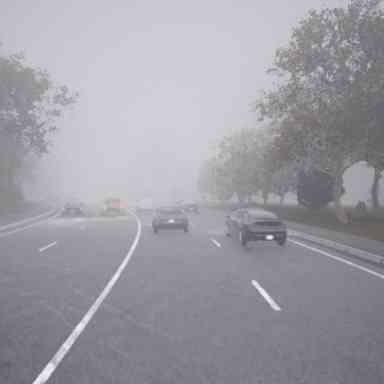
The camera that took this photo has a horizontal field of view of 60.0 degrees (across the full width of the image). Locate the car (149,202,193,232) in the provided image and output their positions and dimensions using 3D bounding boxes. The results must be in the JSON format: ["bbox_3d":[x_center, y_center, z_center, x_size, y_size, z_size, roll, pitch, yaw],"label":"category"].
[{"bbox_3d":[-1.387,1.526,19.793,1.994,1.385,4.181,0,0,-8],"label":"car"}]

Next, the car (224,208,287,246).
[{"bbox_3d":[2.729,1.471,15.097,1.837,1.490,4.892,0,0,-6],"label":"car"}]

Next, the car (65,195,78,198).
[{"bbox_3d":[-25.178,1.318,69.784,2.033,1.411,5.357,0,0,-35],"label":"car"}]

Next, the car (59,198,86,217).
[{"bbox_3d":[-10.945,1.545,30.990,1.895,1.301,4.718,0,0,-15],"label":"car"}]

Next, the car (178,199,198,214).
[{"bbox_3d":[-0.639,1.462,33.648,1.812,1.442,4.674,0,0,-14],"label":"car"}]

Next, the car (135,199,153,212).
[{"bbox_3d":[-5.191,1.457,36.971,1.812,1.442,4.674,0,0,-16],"label":"car"}]

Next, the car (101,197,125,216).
[{"bbox_3d":[-7.493,1.295,31.440,2.097,1.767,4.553,0,0,-15],"label":"car"}]

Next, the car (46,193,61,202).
[{"bbox_3d":[-28.486,1.098,68.390,2.097,1.767,4.553,0,0,-35],"label":"car"}]
